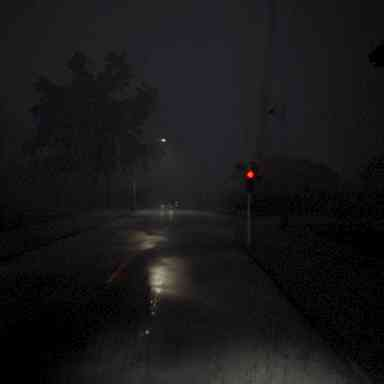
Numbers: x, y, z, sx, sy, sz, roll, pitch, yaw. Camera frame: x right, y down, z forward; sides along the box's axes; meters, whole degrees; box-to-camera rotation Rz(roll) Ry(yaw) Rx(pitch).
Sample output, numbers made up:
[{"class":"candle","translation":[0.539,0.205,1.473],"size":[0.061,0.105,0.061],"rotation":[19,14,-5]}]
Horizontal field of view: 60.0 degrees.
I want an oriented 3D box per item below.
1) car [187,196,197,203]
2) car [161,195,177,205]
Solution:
[{"class":"car","translation":[0.008,1.446,67.039],"size":[1.895,1.301,4.718],"rotation":[0,0,0]},{"class":"car","translation":[-4.052,1.369,56.018],"size":[1.837,1.490,4.892],"rotation":[0,0,0]}]
